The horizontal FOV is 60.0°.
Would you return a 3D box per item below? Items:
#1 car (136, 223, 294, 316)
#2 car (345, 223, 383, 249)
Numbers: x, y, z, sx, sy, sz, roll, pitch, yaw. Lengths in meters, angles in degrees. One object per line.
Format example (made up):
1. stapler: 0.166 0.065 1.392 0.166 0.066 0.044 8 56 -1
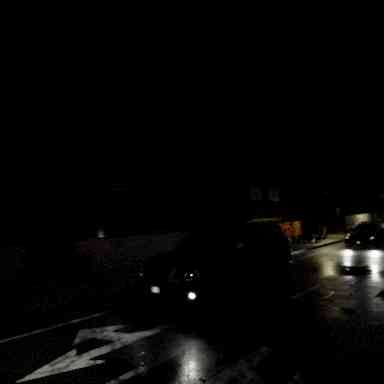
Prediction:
1. car: 0.974 2.001 9.781 2.150 2.045 5.566 -7 -6 41
2. car: 11.375 2.765 21.478 1.812 1.442 4.674 -7 -6 41
